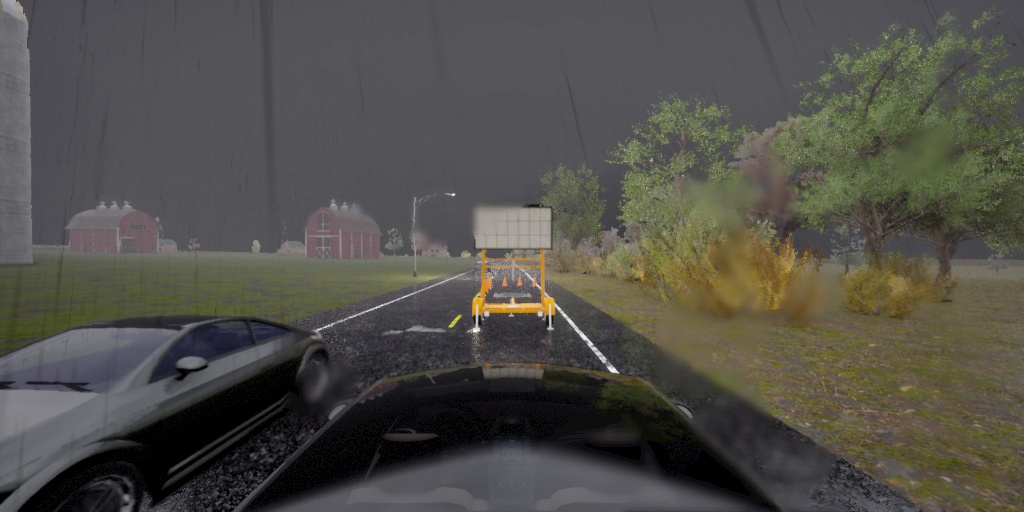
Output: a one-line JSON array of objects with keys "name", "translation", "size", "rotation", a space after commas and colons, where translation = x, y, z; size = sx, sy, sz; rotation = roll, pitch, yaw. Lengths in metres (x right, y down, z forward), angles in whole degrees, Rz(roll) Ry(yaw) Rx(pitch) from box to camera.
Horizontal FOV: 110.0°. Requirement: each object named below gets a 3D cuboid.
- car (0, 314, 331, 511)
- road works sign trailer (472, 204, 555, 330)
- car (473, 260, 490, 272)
[{"name": "car", "translation": [-3.598, 1.313, 3.462], "size": [1.994, 1.385, 4.181], "rotation": [0, 0, 0]}, {"name": "road works sign trailer", "translation": [0.037, 0.212, 11.122], "size": [2.380, 3.560, 2.880], "rotation": [0, 0, 0]}, {"name": "car", "translation": [-3.771, 1.268, 45.662], "size": [1.812, 1.442, 4.674], "rotation": [0, 0, -1]}]
